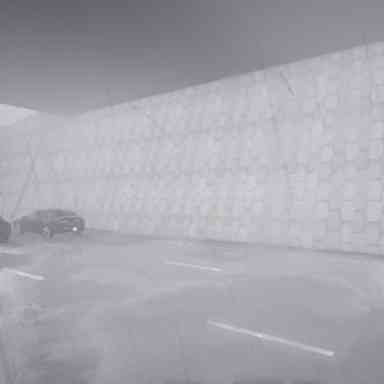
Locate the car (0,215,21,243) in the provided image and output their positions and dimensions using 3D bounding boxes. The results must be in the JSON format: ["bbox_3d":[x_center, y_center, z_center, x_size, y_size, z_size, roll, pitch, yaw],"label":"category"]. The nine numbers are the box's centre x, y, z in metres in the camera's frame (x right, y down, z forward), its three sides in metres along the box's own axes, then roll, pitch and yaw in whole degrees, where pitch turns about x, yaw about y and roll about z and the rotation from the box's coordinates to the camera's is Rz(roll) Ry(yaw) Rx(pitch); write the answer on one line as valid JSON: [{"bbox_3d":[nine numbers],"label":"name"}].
[{"bbox_3d":[-10.399,1.650,15.729,4.892,1.490,1.837,-1,0,36],"label":"car"}]

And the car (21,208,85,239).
[{"bbox_3d":[-7.894,1.645,18.241,4.892,1.490,1.837,-1,0,36],"label":"car"}]
